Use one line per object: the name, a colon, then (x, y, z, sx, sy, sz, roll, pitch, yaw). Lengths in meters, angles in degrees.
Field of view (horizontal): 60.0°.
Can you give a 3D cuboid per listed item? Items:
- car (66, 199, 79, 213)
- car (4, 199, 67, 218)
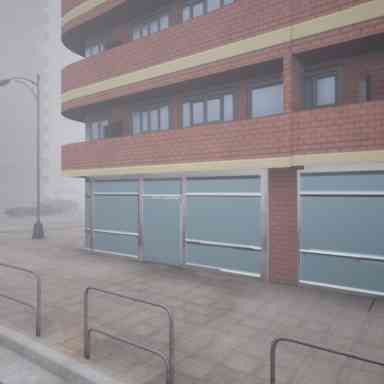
car: (-14.419, 1.505, 35.459, 1.837, 1.490, 4.892, 0, 0, 36)
car: (-14.135, 1.601, 29.923, 1.895, 1.301, 4.718, 0, 0, 36)
